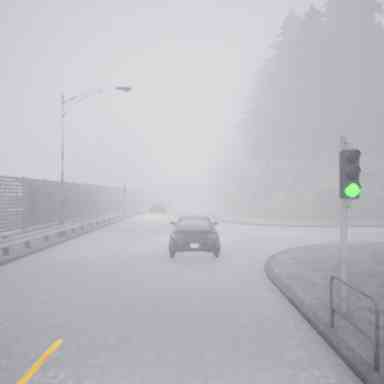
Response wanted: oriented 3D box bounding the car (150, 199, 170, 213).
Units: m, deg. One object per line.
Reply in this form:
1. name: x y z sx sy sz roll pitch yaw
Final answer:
1. car: -4.093 1.908 40.991 1.895 1.301 4.718 0 0 0

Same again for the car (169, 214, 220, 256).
1. car: 0.093 1.626 13.391 1.812 1.442 4.674 0 0 0

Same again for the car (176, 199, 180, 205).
1. car: -3.824 2.073 69.868 1.994 1.385 4.181 0 0 10

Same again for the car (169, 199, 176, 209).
1. car: -4.070 1.912 54.156 1.837 1.490 4.892 0 -1 0
